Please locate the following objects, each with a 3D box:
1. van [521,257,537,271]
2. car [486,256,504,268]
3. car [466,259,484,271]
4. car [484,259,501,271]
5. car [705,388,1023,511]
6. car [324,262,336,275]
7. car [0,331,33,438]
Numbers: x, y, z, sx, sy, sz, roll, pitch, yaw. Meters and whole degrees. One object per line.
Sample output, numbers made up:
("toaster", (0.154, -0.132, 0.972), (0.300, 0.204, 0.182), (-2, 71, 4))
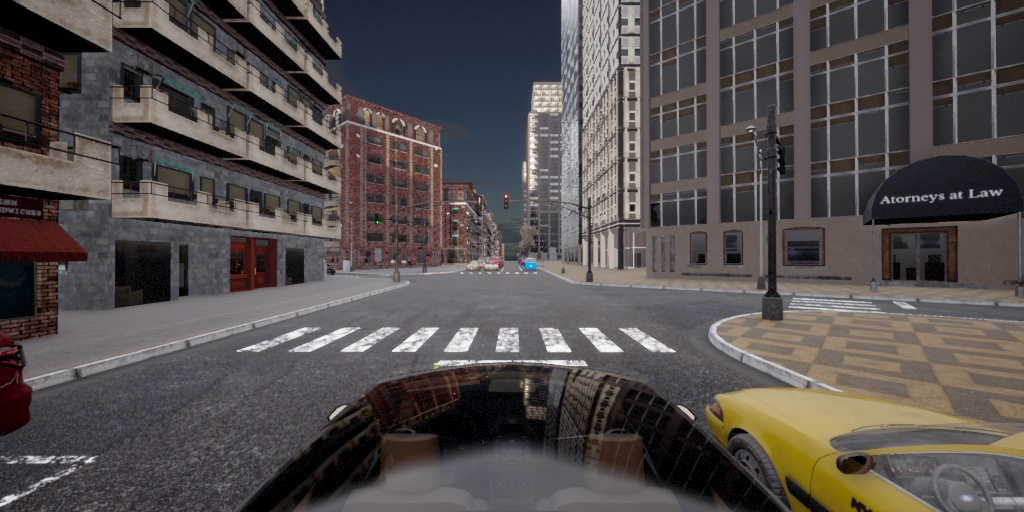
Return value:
("van", (2.549, 1.136, 50.094), (1.690, 1.789, 3.998), (0, 0, 0))
("car", (-2.851, 1.038, 59.713), (2.150, 2.045, 5.566), (0, 0, 0))
("car", (-5.331, 1.321, 49.921), (1.751, 1.417, 4.829), (0, 0, 0))
("car", (-2.865, 1.396, 50.205), (1.895, 1.301, 4.718), (0, 0, -2))
("car", (2.566, 1.275, 1.271), (1.751, 1.417, 4.829), (0, 0, 0))
("car", (-22.364, 1.456, 41.791), (4.892, 1.490, 1.837), (-1, -1, 41))
("car", (-5.314, 1.065, 1.092), (2.192, 1.841, 5.009), (0, 0, 0))
